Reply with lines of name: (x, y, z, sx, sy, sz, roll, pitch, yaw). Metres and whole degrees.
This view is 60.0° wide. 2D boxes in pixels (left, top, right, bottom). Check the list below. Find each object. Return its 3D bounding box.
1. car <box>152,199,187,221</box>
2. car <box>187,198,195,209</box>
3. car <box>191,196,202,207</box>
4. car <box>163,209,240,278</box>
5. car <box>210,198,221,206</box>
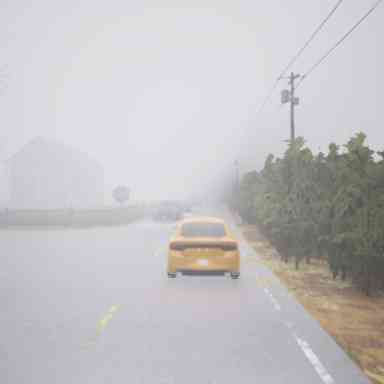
car: (-1.932, 1.444, 27.763, 2.097, 1.767, 4.553, 0, 0, 5)
car: (-1.073, 1.690, 37.736, 1.994, 1.385, 4.181, 0, 0, 5)
car: (0.480, 1.536, 55.199, 2.097, 1.767, 4.553, 0, 0, 5)
car: (0.358, 1.512, 10.306, 1.882, 1.535, 5.008, 0, 0, 2)
car: (4.278, 1.728, 60.385, 1.812, 1.442, 4.674, 0, 0, 4)
